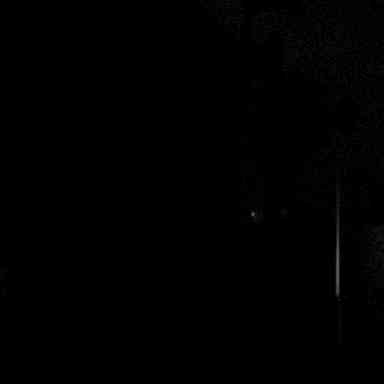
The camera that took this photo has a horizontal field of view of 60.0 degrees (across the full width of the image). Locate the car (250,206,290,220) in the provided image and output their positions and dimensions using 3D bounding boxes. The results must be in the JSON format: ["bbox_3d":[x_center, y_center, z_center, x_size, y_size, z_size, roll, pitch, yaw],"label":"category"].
[{"bbox_3d":[7.947,2.125,34.315,1.994,1.385,4.181,1,-1,-35],"label":"car"}]
